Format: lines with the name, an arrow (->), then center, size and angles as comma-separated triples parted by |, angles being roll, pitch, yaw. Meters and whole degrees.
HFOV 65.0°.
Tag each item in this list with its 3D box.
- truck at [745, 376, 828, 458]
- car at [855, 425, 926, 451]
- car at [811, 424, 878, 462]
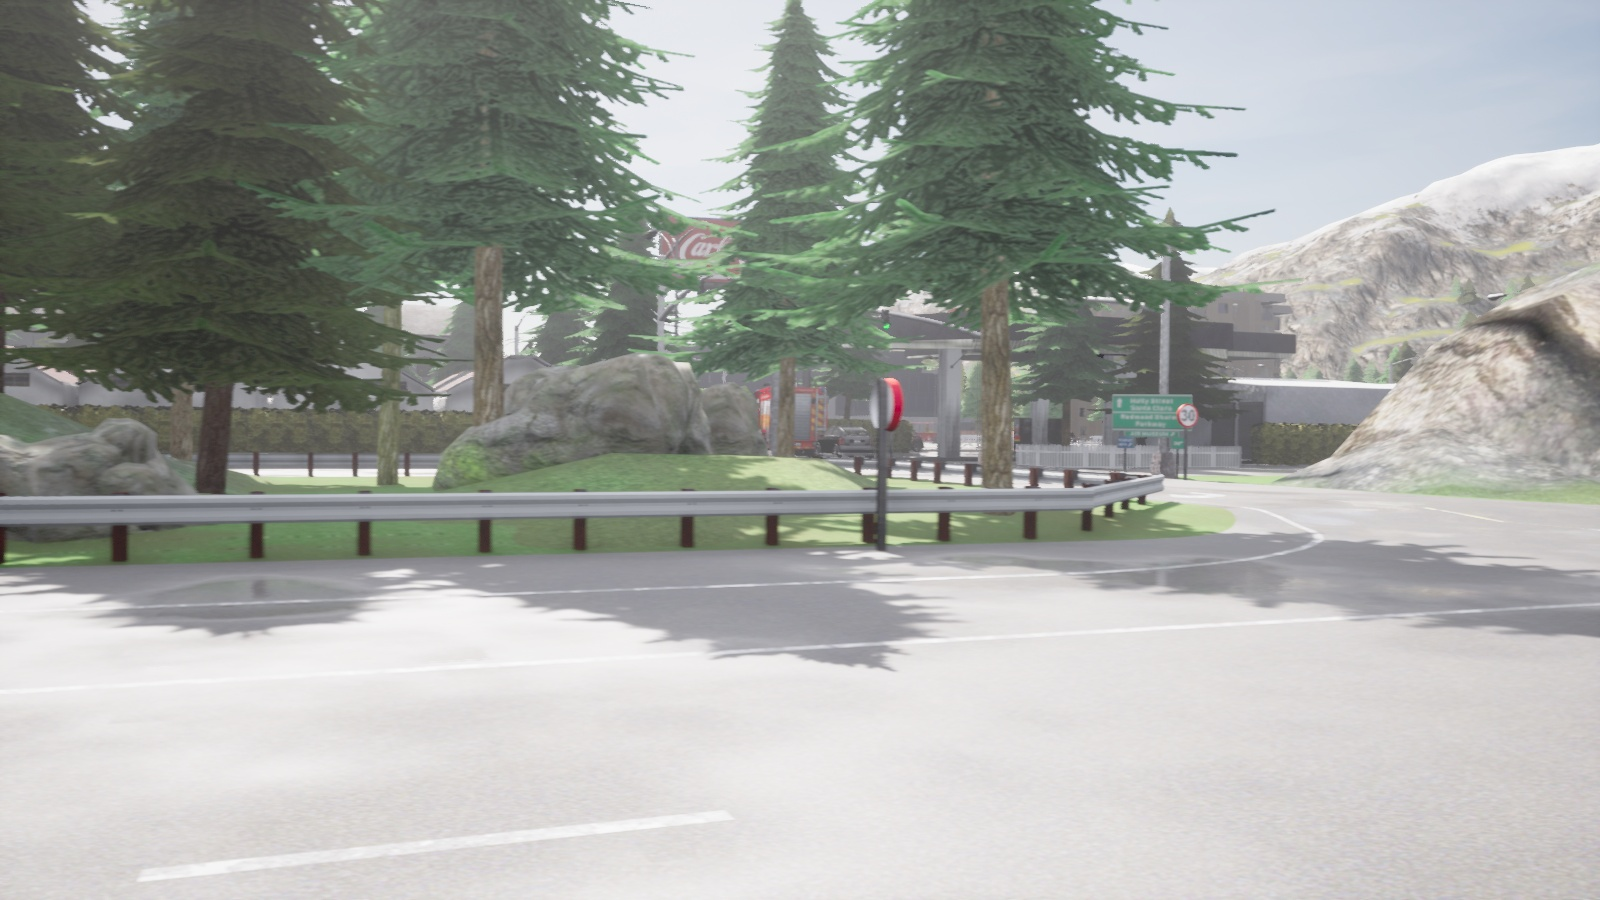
truck -> -0.833, -1.532, 63.683 | 2.891, 3.827, 8.468 | 0, 0, -10
car -> 6.445, -0.868, 89.136 | 4.553, 1.767, 2.097 | -1, 1, -21
car -> 1.902, -0.328, 54.612 | 1.789, 1.549, 3.705 | -1, 1, -17
